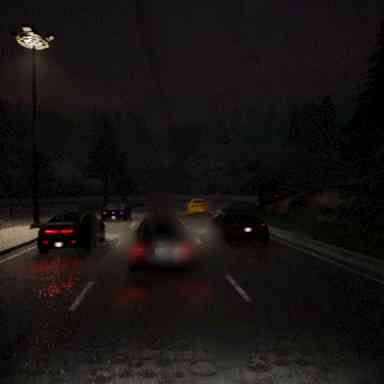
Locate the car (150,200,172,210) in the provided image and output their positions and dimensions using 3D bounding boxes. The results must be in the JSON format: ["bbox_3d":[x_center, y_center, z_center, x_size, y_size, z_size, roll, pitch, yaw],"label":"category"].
[{"bbox_3d":[-2.865,1.455,31.000,1.882,1.535,5.008,-1,0,-3],"label":"car"}]

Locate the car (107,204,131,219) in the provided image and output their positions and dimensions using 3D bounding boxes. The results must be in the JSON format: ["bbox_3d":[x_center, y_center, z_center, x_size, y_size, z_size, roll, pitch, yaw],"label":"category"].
[{"bbox_3d":[-6.169,1.639,27.655,1.895,1.301,4.718,-1,0,-4],"label":"car"}]

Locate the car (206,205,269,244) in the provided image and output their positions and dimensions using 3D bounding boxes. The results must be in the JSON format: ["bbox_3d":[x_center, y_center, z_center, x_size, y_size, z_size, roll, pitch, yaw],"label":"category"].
[{"bbox_3d":[2.068,1.496,15.435,1.994,1.385,4.181,-1,0,-6],"label":"car"}]

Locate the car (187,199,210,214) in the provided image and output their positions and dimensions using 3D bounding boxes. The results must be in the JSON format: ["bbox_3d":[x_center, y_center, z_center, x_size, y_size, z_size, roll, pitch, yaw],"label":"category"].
[{"bbox_3d":[0.611,1.399,31.376,1.882,1.535,5.008,-1,0,-3],"label":"car"}]

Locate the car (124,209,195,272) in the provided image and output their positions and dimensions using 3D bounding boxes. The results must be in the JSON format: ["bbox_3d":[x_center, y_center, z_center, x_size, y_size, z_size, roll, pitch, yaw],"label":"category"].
[{"bbox_3d":[-0.995,1.540,10.816,2.033,1.411,5.357,-1,0,-5],"label":"car"}]

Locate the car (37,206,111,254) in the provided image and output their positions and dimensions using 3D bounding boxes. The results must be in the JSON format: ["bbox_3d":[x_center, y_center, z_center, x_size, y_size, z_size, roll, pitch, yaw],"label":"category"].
[{"bbox_3d":[-4.802,1.550,13.780,1.837,1.490,4.892,-1,0,-6],"label":"car"}]
